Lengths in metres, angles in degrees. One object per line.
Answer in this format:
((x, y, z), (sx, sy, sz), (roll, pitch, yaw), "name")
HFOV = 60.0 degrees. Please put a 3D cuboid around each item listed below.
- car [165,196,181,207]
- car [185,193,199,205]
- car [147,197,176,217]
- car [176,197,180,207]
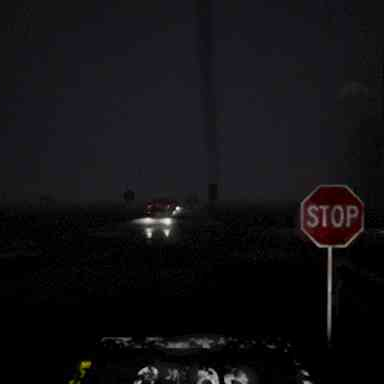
((-2.873, 1.459, 51.496), (2.128, 1.511, 4.902), (0, 0, 0), "car")
((0.048, 1.187, 57.859), (2.150, 2.045, 5.566), (0, 0, 0), "car")
((-2.878, 1.325, 30.731), (2.097, 1.767, 4.553), (0, 0, 0), "car")
((-2.882, 1.517, 41.079), (2.033, 1.411, 5.357), (0, 0, 0), "car")
